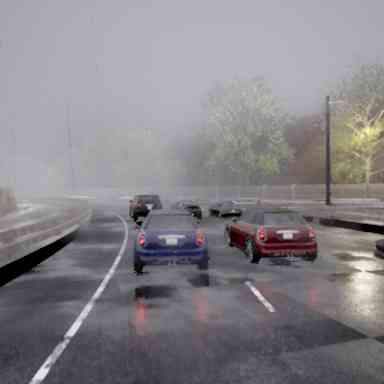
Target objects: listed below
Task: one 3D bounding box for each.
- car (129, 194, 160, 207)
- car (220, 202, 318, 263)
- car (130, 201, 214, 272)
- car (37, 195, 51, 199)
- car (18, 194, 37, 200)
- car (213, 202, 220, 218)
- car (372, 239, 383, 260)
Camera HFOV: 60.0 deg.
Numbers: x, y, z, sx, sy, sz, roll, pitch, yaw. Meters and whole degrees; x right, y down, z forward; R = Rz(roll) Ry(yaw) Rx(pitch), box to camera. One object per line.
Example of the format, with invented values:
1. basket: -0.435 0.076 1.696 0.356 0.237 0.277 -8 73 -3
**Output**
1. car: -3.695 1.199 26.424 2.150 2.045 5.566 0 0 -14
2. car: 2.627 1.329 12.084 2.097 1.767 4.553 0 0 -7
3. car: -0.767 1.340 11.004 2.097 1.767 4.553 0 0 -6
4. car: -39.438 1.419 86.003 4.902 1.511 2.128 0 0 37
5. car: -41.560 1.262 83.219 4.553 1.767 2.097 0 0 37
6. car: 2.835 1.518 28.907 1.994 1.385 4.181 0 0 -15
7. car: 6.612 1.516 7.720 2.033 1.411 5.357 0 0 -5
